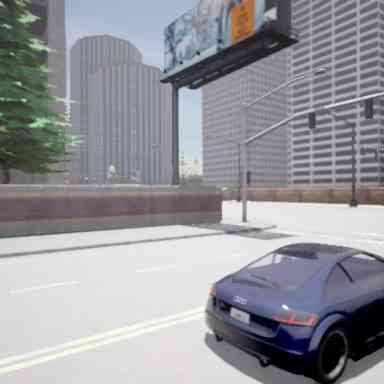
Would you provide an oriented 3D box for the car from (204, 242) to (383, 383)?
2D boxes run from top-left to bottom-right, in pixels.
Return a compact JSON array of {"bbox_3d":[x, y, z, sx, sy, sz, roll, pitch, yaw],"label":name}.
[{"bbox_3d":[2.253,1.530,5.406,4.181,1.385,1.994,0,0,-35],"label":"car"}]
